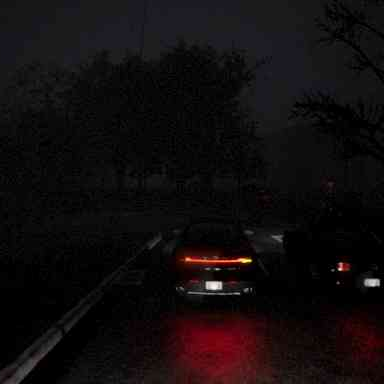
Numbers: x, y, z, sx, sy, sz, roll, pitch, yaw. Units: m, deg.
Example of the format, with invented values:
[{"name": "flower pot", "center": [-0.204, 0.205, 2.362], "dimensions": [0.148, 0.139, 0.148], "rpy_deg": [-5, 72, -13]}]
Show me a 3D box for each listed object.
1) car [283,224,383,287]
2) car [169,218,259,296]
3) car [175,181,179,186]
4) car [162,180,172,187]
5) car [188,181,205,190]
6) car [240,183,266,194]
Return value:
[{"name": "car", "center": [3.809, 1.508, 8.987], "dimensions": [1.895, 1.301, 4.718], "rpy_deg": [0, 1, 3]}, {"name": "car", "center": [0.533, 1.415, 8.481], "dimensions": [1.837, 1.490, 4.892], "rpy_deg": [0, 1, 3]}, {"name": "car", "center": [-3.301, -2.071, 83.580], "dimensions": [1.994, 1.385, 4.181], "rpy_deg": [0, 1, -5]}, {"name": "car", "center": [-5.784, -2.083, 77.229], "dimensions": [2.097, 1.767, 4.553], "rpy_deg": [0, 1, -7]}, {"name": "car", "center": [1.067, -1.249, 61.342], "dimensions": [1.837, 1.490, 4.892], "rpy_deg": [-3, 5, -32]}, {"name": "car", "center": [8.729, -0.489, 47.729], "dimensions": [1.837, 1.490, 4.892], "rpy_deg": [0, 3, -21]}]
